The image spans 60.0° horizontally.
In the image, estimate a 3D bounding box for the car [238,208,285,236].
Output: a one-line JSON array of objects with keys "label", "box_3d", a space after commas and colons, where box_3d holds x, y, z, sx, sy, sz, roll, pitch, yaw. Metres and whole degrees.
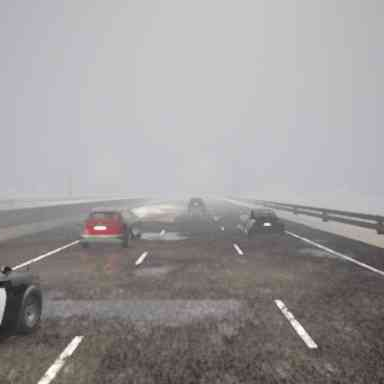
[{"label": "car", "box_3d": [3.717, 1.565, 18.332, 1.994, 1.385, 4.181, 0, 0, 1]}]

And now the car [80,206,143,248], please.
[{"label": "car", "box_3d": [-3.430, 1.429, 14.784, 2.033, 1.649, 4.856, 0, 0, 1]}]

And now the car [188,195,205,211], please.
[{"label": "car", "box_3d": [0.505, 1.437, 39.926, 2.033, 1.649, 4.856, 0, -1, 1]}]

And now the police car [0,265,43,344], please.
[{"label": "police car", "box_3d": [-3.496, 1.504, 3.815, 2.038, 1.542, 4.974, 0, 0, 0]}]

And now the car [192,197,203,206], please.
[{"label": "car", "box_3d": [0.934, 1.550, 56.389, 1.812, 1.442, 4.674, 0, 0, 1]}]

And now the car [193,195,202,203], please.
[{"label": "car", "box_3d": [1.234, 1.543, 73.814, 1.837, 1.490, 4.892, 0, 0, 1]}]
